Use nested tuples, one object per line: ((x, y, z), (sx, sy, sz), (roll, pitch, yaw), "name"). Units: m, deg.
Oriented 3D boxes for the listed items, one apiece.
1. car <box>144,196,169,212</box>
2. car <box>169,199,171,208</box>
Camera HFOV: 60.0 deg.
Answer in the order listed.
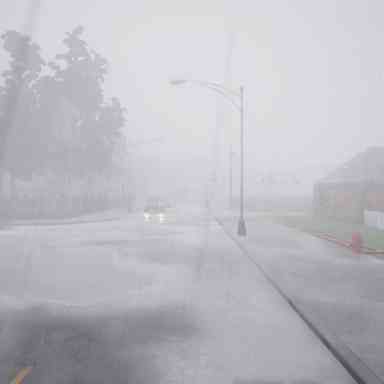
((-4.175, 1.352, 37.899), (2.097, 1.767, 4.553), (0, 0, 0), "car")
((-4.175, 1.352, 48.151), (2.097, 1.767, 4.553), (0, 0, 0), "car")
